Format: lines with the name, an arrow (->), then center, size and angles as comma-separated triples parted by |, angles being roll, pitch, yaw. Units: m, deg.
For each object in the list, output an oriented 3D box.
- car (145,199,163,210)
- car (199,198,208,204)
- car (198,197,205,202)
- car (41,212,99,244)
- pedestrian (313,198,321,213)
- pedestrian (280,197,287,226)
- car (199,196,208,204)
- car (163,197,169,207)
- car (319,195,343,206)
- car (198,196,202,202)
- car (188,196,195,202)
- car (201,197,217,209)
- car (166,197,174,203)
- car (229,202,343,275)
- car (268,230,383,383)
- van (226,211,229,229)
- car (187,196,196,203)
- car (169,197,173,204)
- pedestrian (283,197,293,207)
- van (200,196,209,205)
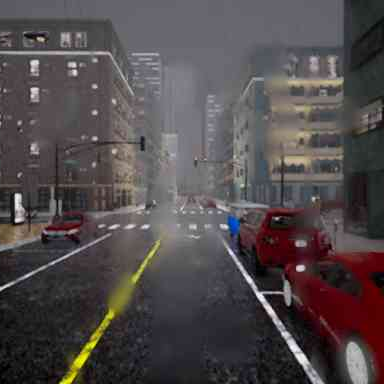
car -> -5.731, 1.815, 48.482 | 1.947, 1.339, 4.313 | 0, 0, 0
car -> 2.630, 1.971, 76.093 | 1.947, 1.339, 4.313 | 0, 0, 0
car -> 2.617, 2.028, 92.832 | 1.752, 1.417, 4.829 | -1, 0, 0
car -> -5.708, 1.663, 16.077 | 1.802, 1.307, 4.206 | 0, 0, 0
pedestrian -> 7.976, 1.270, 21.245 | 0.375, 1.860, 0.375 | 0, 0, 0
pedestrian -> 6.016, 1.255, 21.844 | 0.375, 1.860, 0.375 | 0, 0, 0
car -> 2.646, 1.845, 53.999 | 1.947, 1.339, 4.313 | 0, 0, 0
car -> -5.739, 1.876, 59.529 | 1.947, 1.339, 4.313 | 0, 0, 0
car -> 15.734, 1.212, 35.627 | 5.009, 1.841, 2.192 | -1, 1, 0
car -> 2.638, 1.886, 65.046 | 1.887, 1.381, 4.507 | 0, 0, 0
car -> -0.062, 1.784, 87.936 | 1.882, 1.535, 5.008 | 0, 0, 0
car -> 2.650, 1.831, 48.476 | 1.802, 1.307, 4.206 | 0, 0, 0
car -> -5.759, 2.051, 87.146 | 1.802, 1.307, 4.206 | 0, 0, 0
car -> 2.675, 1.368, 10.555 | 2.192, 1.841, 5.009 | 0, 0, 0
car -> 2.680, 1.570, 5.026 | 1.887, 1.381, 4.507 | 0, 0, 0
van -> 2.671, 1.421, 16.083 | 1.690, 1.788, 3.998 | 0, 0, 0
car -> -0.056, 1.763, 77.900 | 2.097, 1.767, 4.553 | 0, 0, 0
car -> -5.751, 1.950, 76.099 | 1.887, 1.381, 4.507 | 0, 0, 0
pedestrian -> 6.029, 1.244, 20.640 | 0.375, 1.860, 0.375 | 0, 0, 0
van -> 2.632, 1.714, 70.570 | 1.690, 1.788, 3.998 | 0, 0, 0
